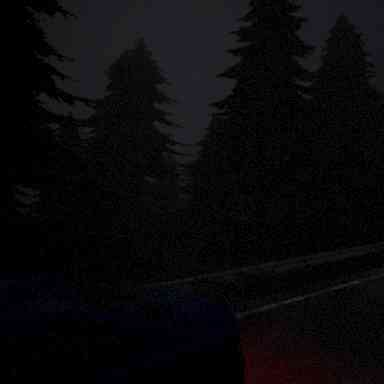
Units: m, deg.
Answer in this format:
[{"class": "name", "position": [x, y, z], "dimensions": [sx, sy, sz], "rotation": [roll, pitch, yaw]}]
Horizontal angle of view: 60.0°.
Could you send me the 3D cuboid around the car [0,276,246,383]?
[{"class": "car", "position": [-1.856, 1.477, 2.272], "dimensions": [5.008, 1.535, 1.882], "rotation": [0, 0, -35]}]
